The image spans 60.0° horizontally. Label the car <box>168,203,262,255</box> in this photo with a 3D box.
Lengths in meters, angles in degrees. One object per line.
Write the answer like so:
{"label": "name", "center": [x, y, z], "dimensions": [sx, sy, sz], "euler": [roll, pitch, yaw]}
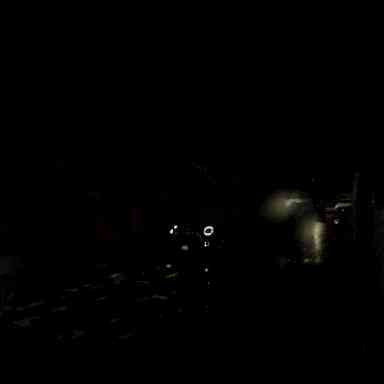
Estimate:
{"label": "car", "center": [1.063, 1.377, 13.579], "dimensions": [2.097, 1.767, 4.553], "euler": [-3, -1, 37]}

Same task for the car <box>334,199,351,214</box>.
{"label": "car", "center": [15.495, 1.412, 32.947], "dimensions": [1.812, 1.442, 4.674], "euler": [-3, -1, 37]}

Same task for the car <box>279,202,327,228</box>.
{"label": "car", "center": [7.447, 1.438, 22.159], "dimensions": [1.882, 1.535, 5.008], "euler": [-3, -2, 37]}
